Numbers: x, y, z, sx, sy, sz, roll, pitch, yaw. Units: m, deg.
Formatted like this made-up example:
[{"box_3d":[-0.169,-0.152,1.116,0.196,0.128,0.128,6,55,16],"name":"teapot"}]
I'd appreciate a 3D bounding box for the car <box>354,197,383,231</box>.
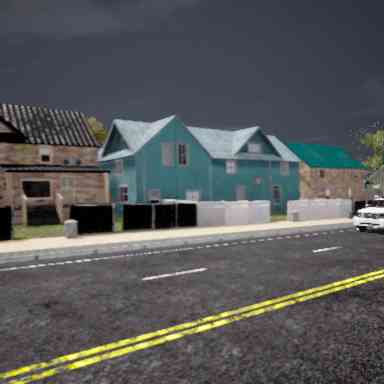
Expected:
[{"box_3d":[12.276,1.344,20.417,5.566,2.045,2.150,0,0,-35],"name":"car"}]
